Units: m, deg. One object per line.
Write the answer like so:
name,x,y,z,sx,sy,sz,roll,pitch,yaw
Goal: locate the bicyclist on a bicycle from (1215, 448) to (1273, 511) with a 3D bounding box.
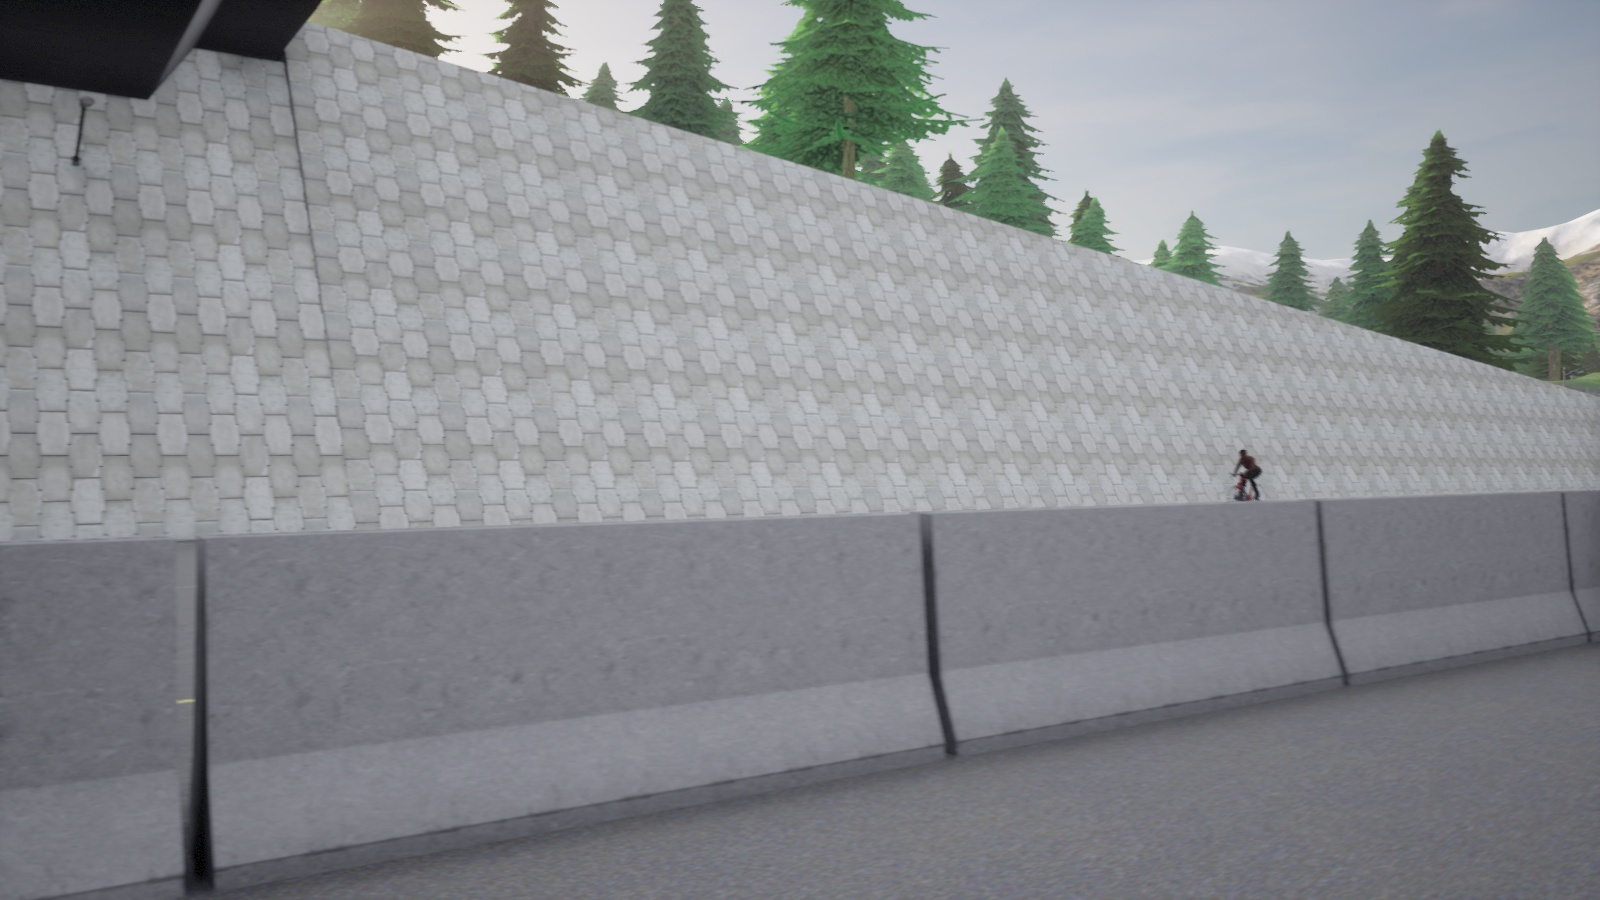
bicyclist on a bicycle,11.734,0.754,33.148,1.656,1.620,0.582,0,0,-35
